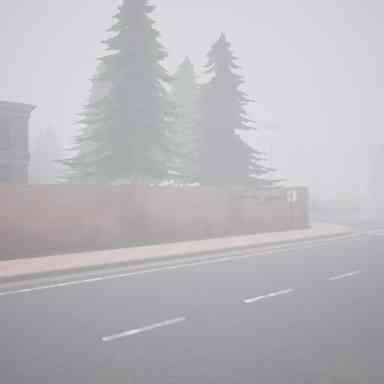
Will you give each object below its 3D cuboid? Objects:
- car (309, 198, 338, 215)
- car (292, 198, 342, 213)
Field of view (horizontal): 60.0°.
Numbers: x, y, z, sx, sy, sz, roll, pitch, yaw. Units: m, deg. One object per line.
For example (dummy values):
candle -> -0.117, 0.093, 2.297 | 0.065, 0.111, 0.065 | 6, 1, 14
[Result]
car -> 12.233, 1.491, 34.182 | 2.128, 1.511, 4.902 | 0, 0, -35
car -> 14.046, 1.491, 37.680 | 2.128, 1.511, 4.902 | 0, 0, -35
